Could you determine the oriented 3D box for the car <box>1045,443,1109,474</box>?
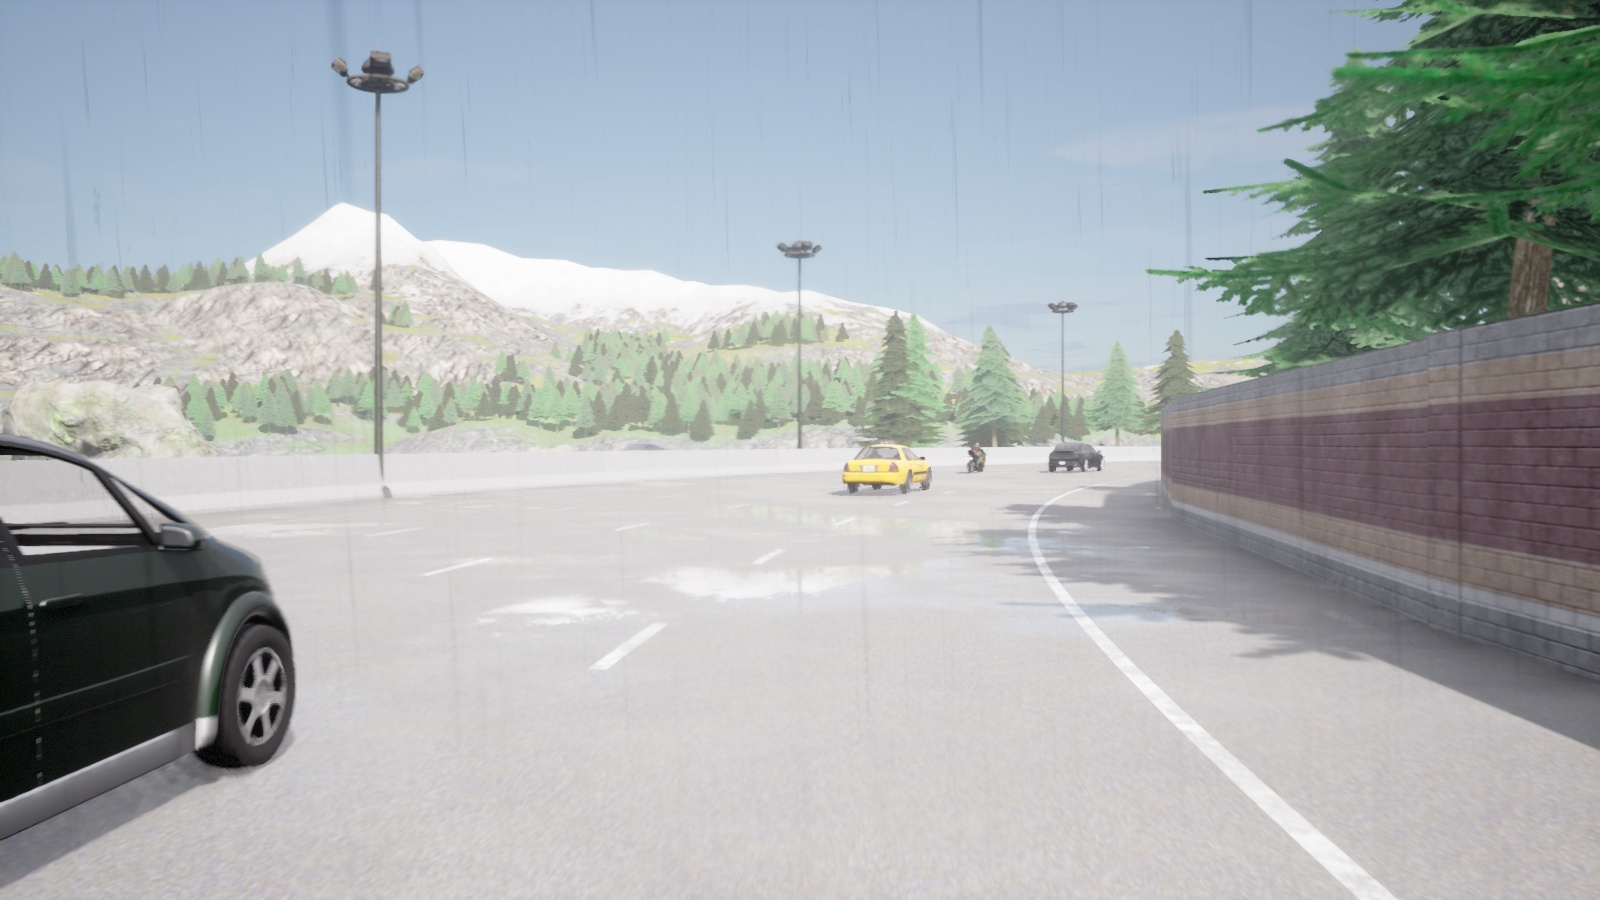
[{"bbox_3d":[14.228,0.405,64.318,1.837,1.490,4.892,0,0,30],"label":"car"}]

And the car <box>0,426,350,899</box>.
[{"bbox_3d":[-3.331,0.696,4.713,1.789,1.549,3.705,0,1,3],"label":"car"}]

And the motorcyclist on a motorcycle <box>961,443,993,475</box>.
[{"bbox_3d":[8.703,0.444,61.617,0.866,1.530,2.191,1,1,28],"label":"motorcyclist on a motorcycle"}]

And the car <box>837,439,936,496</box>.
[{"bbox_3d":[2.702,0.474,37.944,1.801,1.575,5.366,0,0,17],"label":"car"}]

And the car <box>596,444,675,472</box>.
[{"bbox_3d":[-8.606,0.390,66.053,1.812,1.442,4.674,0,0,26],"label":"car"}]
